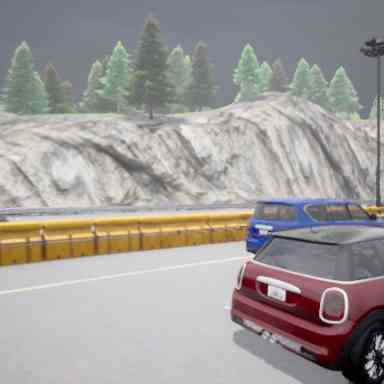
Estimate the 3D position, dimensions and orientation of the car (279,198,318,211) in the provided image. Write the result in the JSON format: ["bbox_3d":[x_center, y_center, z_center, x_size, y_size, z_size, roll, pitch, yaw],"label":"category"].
[{"bbox_3d":[13.092,1.496,40.936,4.892,1.490,1.837,0,0,-32],"label":"car"}]

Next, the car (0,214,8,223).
[{"bbox_3d":[-11.755,1.504,16.988,4.181,1.385,1.994,0,0,-35],"label":"car"}]

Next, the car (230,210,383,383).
[{"bbox_3d":[2.886,1.344,5.516,4.553,1.767,2.097,0,0,-33],"label":"car"}]

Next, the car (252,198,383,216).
[{"bbox_3d":[4.228,1.206,10.564,5.566,2.045,2.150,0,0,-32],"label":"car"}]
